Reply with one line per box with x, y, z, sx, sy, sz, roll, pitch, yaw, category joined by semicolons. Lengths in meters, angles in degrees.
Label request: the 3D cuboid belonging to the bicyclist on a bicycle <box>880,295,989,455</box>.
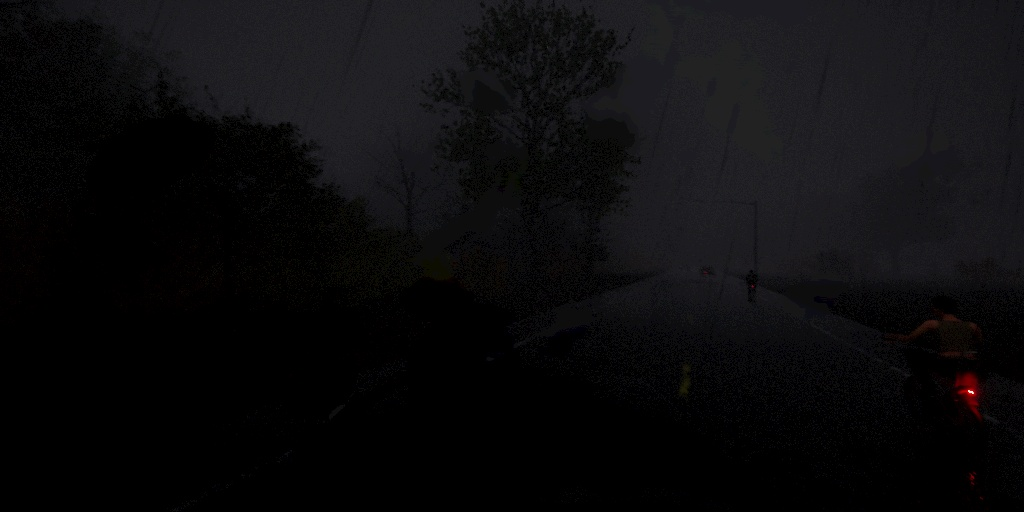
5.011;1.262;4.203;0.866;1.612;1.509;0;-1;27;bicyclist on a bicycle

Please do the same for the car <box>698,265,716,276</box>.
29.037;2.193;53.231;1.837;1.490;4.892;0;-1;27;car

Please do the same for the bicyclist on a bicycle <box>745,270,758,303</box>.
12.107;1.530;18.105;0.582;1.620;1.656;0;-1;27;bicyclist on a bicycle
